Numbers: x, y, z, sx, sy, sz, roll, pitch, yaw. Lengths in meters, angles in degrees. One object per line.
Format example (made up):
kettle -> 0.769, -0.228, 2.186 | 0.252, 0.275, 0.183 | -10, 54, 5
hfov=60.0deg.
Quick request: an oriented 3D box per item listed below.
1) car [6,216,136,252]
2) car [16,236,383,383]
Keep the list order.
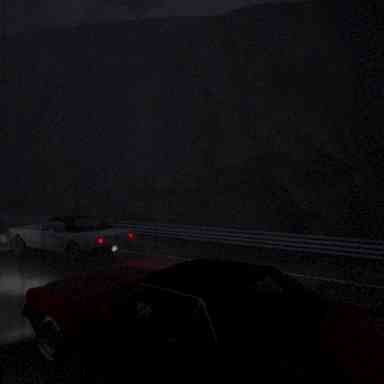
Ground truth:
car -> -4.311, 1.476, 11.529 | 4.718, 1.301, 1.895 | 0, 1, 31
car -> -0.074, 1.543, 4.125 | 4.718, 1.301, 1.895 | 0, 1, 35
